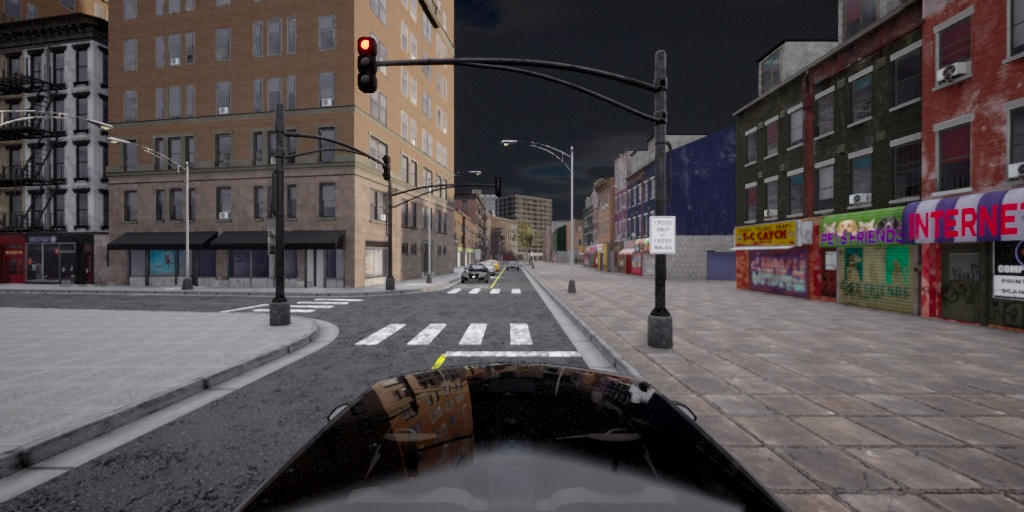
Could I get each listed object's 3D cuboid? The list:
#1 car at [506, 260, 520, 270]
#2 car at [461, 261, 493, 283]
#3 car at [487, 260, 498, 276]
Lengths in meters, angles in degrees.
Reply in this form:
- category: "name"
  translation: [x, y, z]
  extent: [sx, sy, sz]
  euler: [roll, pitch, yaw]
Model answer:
- category: "car"
  translation: [0.120, 1.361, 52.781]
  extent: [2.033, 1.411, 5.357]
  euler: [0, 0, 0]
- category: "car"
  translation: [-2.789, 1.343, 28.156]
  extent: [1.994, 1.385, 4.181]
  euler: [0, 0, 0]
- category: "car"
  translation: [-2.765, 1.318, 38.067]
  extent: [1.812, 1.442, 4.674]
  euler: [0, 0, 0]
